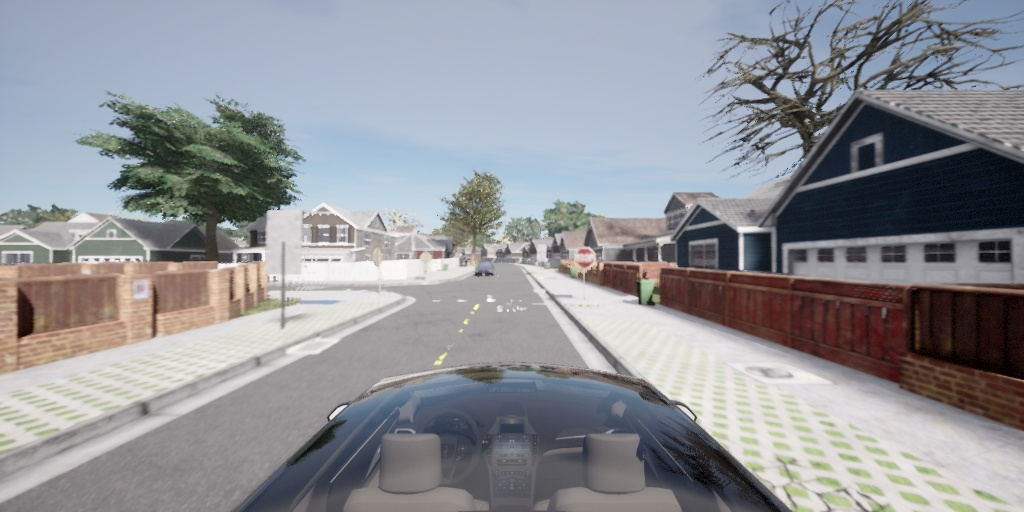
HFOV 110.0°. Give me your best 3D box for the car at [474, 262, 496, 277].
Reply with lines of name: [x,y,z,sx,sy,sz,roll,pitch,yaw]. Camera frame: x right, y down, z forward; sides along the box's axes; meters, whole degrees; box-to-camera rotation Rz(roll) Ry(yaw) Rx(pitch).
car: [-2.604,1.288,35.645,2.033,1.411,5.357,0,0,0]
